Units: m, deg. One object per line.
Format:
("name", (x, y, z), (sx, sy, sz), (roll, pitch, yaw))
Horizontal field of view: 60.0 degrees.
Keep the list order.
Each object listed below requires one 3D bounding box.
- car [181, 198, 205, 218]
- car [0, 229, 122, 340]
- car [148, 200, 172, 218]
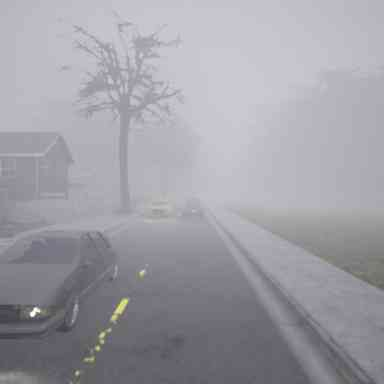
("car", (0.100, 1.539, 29.362), (1.994, 1.385, 4.181), (0, 0, 0))
("car", (-2.837, 1.544, 7.088), (2.033, 1.411, 5.357), (0, 0, 0))
("car", (-2.847, 1.452, 30.567), (1.882, 1.535, 5.008), (0, 0, 0))
